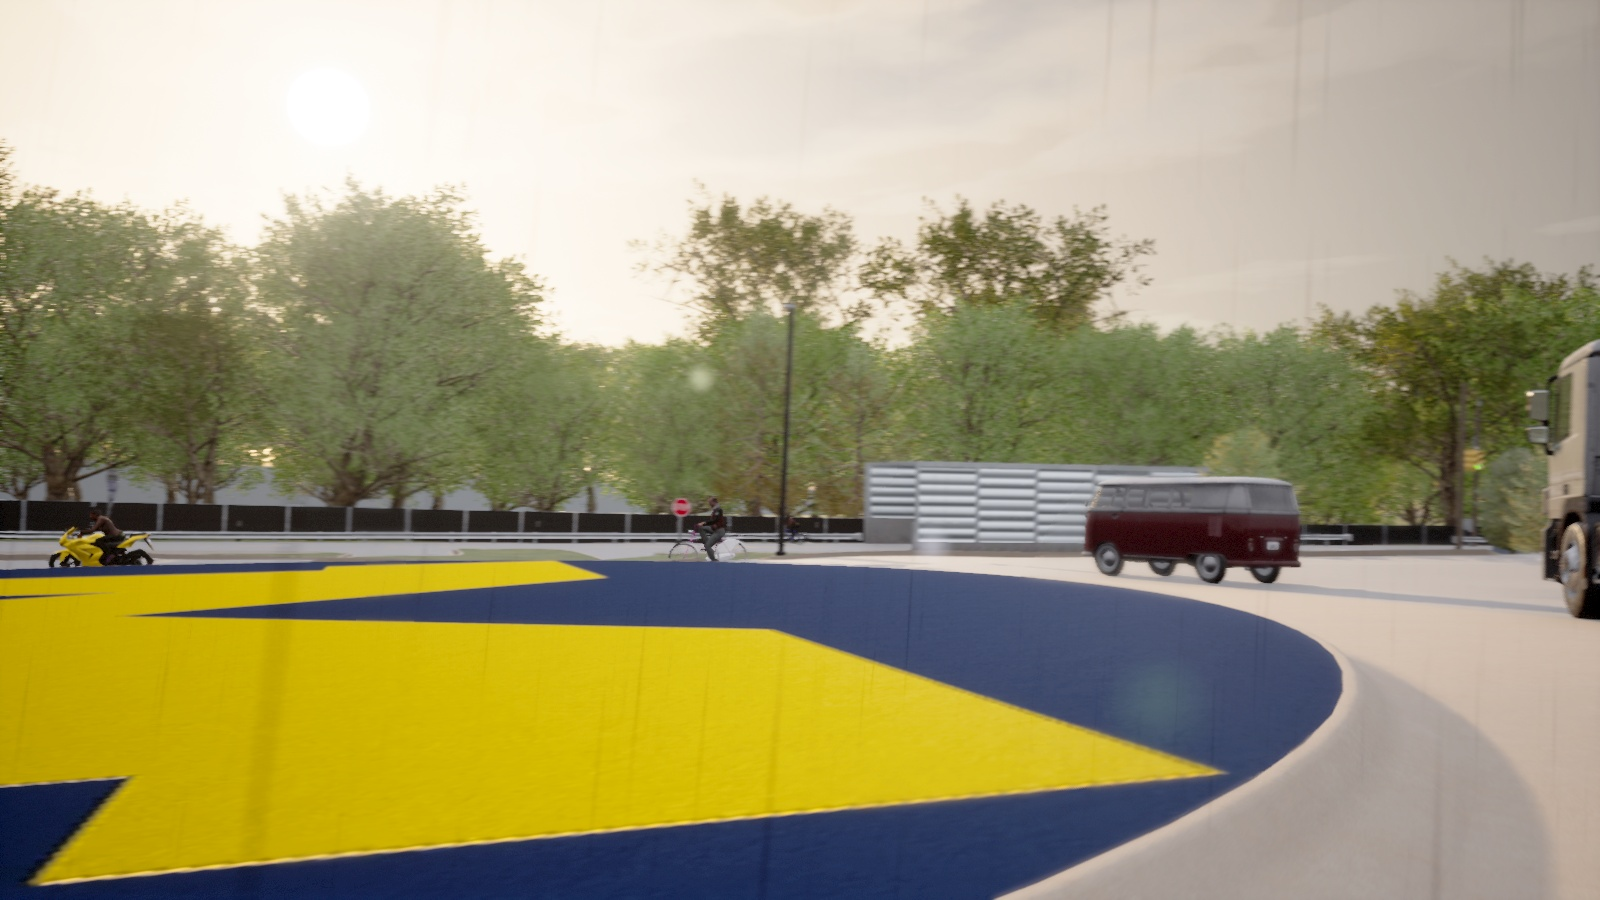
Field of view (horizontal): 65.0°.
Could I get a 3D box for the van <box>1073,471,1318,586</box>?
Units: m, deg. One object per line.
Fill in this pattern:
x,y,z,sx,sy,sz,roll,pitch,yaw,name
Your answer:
7.465,1.476,24.150,1.775,1.987,4.442,3,-3,-30,van

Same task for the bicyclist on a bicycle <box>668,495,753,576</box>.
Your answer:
-2.076,1.974,29.122,1.843,1.776,0.659,-2,-3,-10,bicyclist on a bicycle

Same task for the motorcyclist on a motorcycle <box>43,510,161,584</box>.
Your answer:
-14.915,2.061,26.885,2.044,1.523,0.797,0,-4,-16,motorcyclist on a motorcycle

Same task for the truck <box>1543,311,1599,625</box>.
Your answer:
9.855,0.155,12.501,2.891,3.462,7.936,1,-3,21,truck

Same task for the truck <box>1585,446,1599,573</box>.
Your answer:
18.207,1.102,23.576,5.204,2.467,2.627,-1,-1,2,truck
